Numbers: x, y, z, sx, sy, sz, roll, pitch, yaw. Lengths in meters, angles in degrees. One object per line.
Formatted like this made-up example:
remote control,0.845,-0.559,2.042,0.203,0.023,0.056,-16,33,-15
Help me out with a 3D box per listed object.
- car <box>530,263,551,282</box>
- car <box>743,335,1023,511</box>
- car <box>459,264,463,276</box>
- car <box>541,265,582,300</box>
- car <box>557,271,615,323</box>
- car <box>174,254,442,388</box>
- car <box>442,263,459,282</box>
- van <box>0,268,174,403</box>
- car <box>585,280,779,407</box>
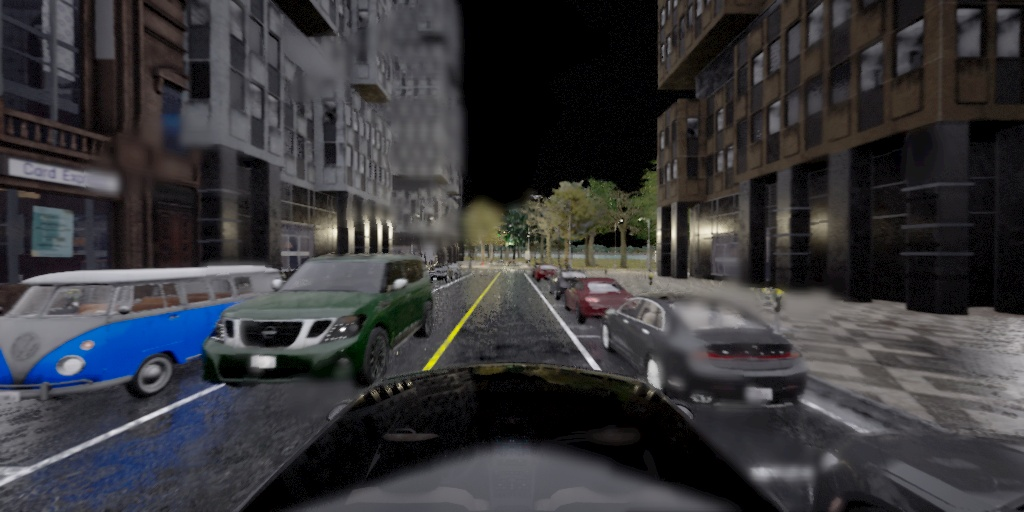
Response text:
car,2.760,1.322,28.845,1.888,1.381,4.507,0,0,0
car,2.763,1.301,0.502,2.007,1.370,4.403,0,0,0
car,-5.766,1.342,34.544,2.007,1.370,4.403,0,0,0
car,2.761,1.306,17.507,2.007,1.370,4.403,0,0,0
car,2.762,1.332,11.839,1.802,1.307,4.207,0,0,0
car,-3.098,0.970,7.239,2.150,2.045,5.566,0,0,0
car,-5.765,1.343,28.875,1.948,1.339,4.313,0,0,0
van,-5.763,1.090,6.201,1.690,1.789,3.998,0,0,0
car,2.762,1.300,6.171,2.007,1.370,4.403,0,0,0
